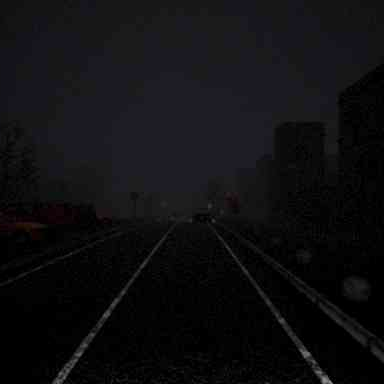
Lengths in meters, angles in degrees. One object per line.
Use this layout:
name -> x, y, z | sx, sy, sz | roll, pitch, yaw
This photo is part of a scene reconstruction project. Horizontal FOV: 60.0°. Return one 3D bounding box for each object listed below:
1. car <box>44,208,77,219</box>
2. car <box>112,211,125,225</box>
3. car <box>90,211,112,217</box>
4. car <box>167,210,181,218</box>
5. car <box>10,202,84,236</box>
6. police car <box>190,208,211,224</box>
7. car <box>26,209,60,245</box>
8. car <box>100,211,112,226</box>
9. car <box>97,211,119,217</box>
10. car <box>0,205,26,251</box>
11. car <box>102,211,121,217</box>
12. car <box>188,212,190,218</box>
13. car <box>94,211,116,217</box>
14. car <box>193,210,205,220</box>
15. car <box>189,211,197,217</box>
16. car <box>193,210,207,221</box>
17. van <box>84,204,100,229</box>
car -> -21.937, 3.635, 55.696 | 4.553, 1.767, 2.185 | 0, -4, 0
car -> -9.364, 2.354, 31.170 | 5.366, 1.575, 1.946 | 0, -3, 0
car -> -21.794, 5.344, 79.973 | 4.674, 1.452, 2.002 | 0, -4, 0
car -> -3.174, 4.449, 64.623 | 1.994, 1.385, 4.181 | 0, -4, 1
car -> -9.518, 1.601, 19.043 | 5.566, 2.045, 2.435 | 0, -2, 0
police car -> 0.990, 2.522, 35.534 | 1.930, 1.638, 5.238 | 0, -3, 0
car -> -9.468, 1.754, 16.118 | 5.008, 1.535, 2.097 | 0, -2, 0
car -> -9.567, 2.096, 28.260 | 4.553, 1.767, 2.185 | 0, -3, 0
car -> -21.774, 5.719, 86.511 | 5.008, 1.535, 2.097 | 0, -4, 0
car -> -9.467, 1.528, 13.088 | 4.553, 1.767, 2.185 | 0, -2, 0
car -> -21.752, 5.959, 89.651 | 4.674, 1.452, 2.002 | 0, -4, 0
car -> 0.127, 4.739, 71.105 | 1.994, 1.385, 4.181 | 0, -4, 0
car -> -21.777, 5.513, 83.244 | 4.892, 1.521, 2.231 | 0, -4, 0
car -> 1.029, 3.573, 51.409 | 1.812, 1.442, 4.674 | 0, -4, 0
car -> 0.183, 5.674, 86.091 | 2.033, 1.411, 5.357 | 0, -4, 0
car -> 1.012, 3.193, 45.416 | 1.812, 1.442, 4.674 | 0, -4, 0
van -> -9.639, 1.868, 25.229 | 4.442, 1.987, 1.878 | 0, -2, 0
